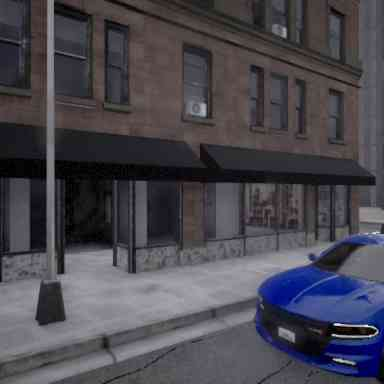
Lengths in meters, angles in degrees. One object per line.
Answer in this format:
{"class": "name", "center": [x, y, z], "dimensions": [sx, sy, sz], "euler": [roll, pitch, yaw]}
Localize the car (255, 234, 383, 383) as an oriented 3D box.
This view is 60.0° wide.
{"class": "car", "center": [3.222, 1.477, 5.501], "dimensions": [5.008, 1.535, 1.882], "euler": [0, 0, -34]}
